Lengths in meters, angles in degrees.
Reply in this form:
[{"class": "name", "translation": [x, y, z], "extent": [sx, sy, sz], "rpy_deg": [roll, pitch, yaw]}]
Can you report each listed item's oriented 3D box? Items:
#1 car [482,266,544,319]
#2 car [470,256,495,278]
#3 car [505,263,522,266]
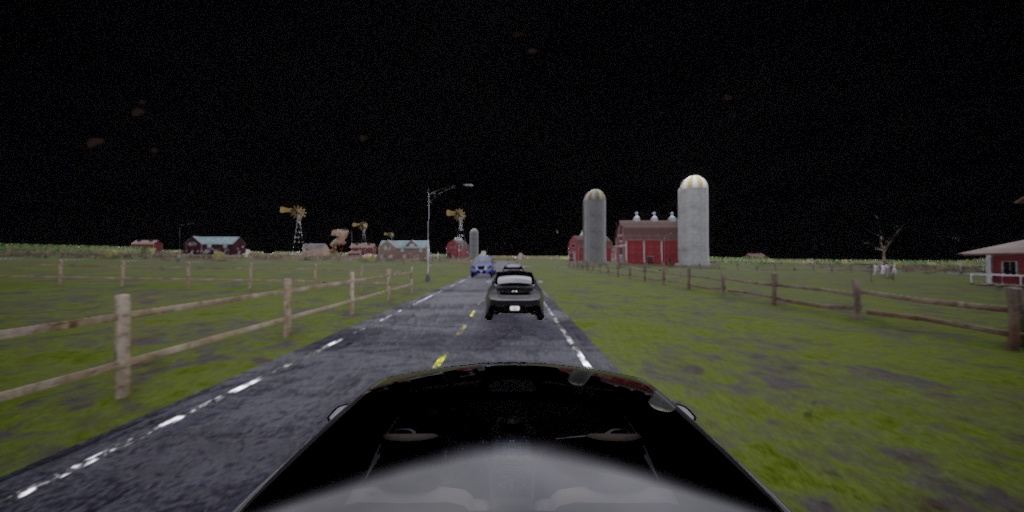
[{"class": "car", "translation": [0.090, 1.282, 12.988], "extent": [1.837, 1.490, 4.892], "rpy_deg": [0, 0, 0]}, {"class": "car", "translation": [-2.839, 1.050, 35.688], "extent": [2.150, 2.045, 5.566], "rpy_deg": [0, 0, 0]}, {"class": "car", "translation": [0.100, 1.307, 30.600], "extent": [2.128, 1.511, 4.902], "rpy_deg": [0, 0, 0]}]
